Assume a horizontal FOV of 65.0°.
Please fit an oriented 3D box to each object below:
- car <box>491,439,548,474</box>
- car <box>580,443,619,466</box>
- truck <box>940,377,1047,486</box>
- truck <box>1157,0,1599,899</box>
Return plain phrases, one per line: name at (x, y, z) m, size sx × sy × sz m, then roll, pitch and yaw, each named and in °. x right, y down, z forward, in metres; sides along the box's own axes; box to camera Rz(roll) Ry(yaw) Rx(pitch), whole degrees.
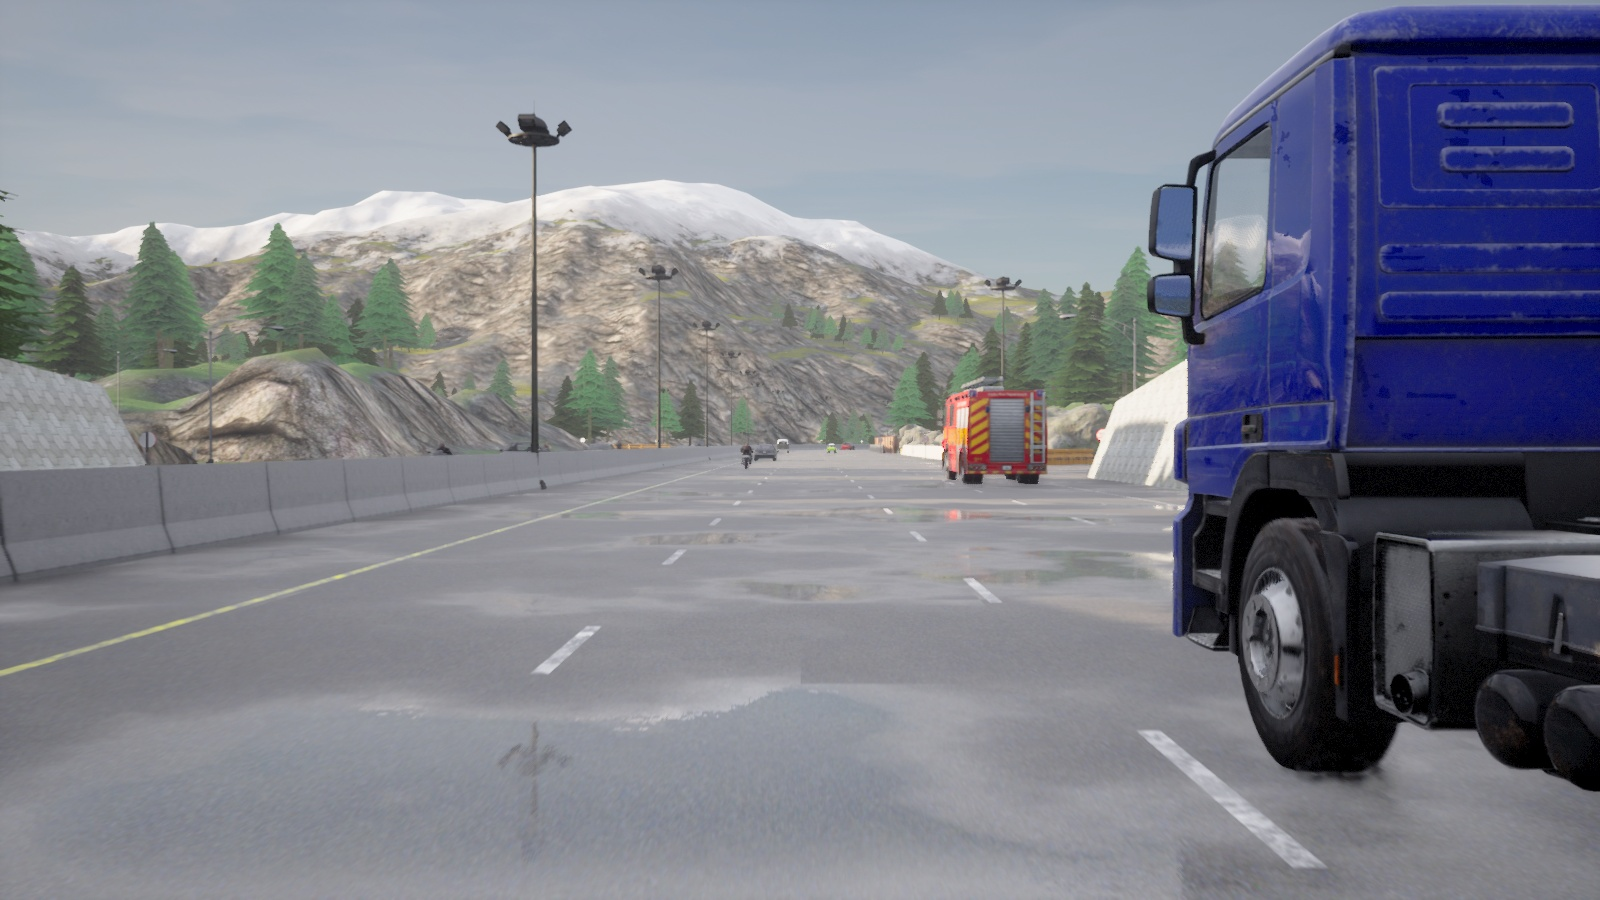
car at (-13.637, 0.289, 61.175) m, size 1.851 × 1.617 × 3.988 m, roll 0°, pitch 0°, yaw 0°
car at (-13.503, 0.263, 84.778) m, size 1.837 × 1.490 × 4.892 m, roll 0°, pitch 0°, yaw 0°
truck at (7.292, -0.686, 48.511) m, size 2.891 × 3.827 × 8.468 m, roll 0°, pitch 0°, yaw 0°
truck at (3.536, -0.252, 3.438) m, size 2.891 × 3.462 × 7.936 m, roll 0°, pitch 0°, yaw 0°
